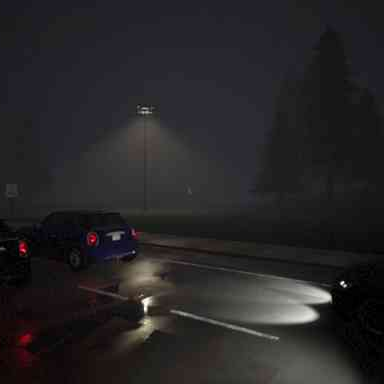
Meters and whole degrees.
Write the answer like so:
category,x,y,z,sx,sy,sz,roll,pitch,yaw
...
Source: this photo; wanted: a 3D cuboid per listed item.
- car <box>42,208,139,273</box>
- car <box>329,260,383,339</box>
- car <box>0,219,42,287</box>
category,x,y,z,sx,sy,sz,roll,pitch,yaw
car,-3.951,1.360,11.004,4.553,1.767,2.097,0,0,36
car,4.414,1.563,5.140,4.181,1.385,1.994,0,0,35
car,-5.981,1.360,8.153,4.553,1.767,2.097,0,0,36
